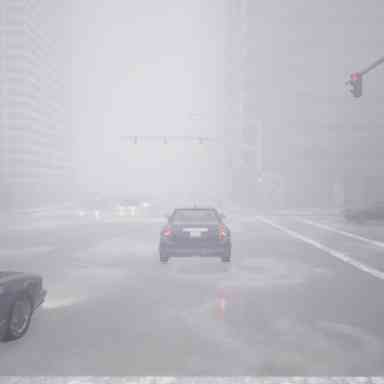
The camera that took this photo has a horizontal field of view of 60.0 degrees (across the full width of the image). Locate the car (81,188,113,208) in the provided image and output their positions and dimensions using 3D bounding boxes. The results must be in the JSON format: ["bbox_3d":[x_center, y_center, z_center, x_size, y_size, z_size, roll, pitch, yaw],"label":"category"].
[{"bbox_3d":[-10.601,0.765,36.537,2.097,1.767,4.553,0,1,0],"label":"car"}]

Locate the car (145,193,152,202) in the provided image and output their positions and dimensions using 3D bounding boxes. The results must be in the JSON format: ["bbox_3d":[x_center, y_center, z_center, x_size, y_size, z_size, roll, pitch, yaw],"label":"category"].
[{"bbox_3d":[-7.075,0.818,48.769,1.895,1.301,4.718,0,1,0],"label":"car"}]

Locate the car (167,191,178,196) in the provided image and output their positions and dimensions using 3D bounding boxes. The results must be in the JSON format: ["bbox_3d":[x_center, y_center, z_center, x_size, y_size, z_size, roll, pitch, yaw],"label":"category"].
[{"bbox_3d":[-3.476,0.520,59.681,1.882,1.535,5.008,0,1,0],"label":"car"}]

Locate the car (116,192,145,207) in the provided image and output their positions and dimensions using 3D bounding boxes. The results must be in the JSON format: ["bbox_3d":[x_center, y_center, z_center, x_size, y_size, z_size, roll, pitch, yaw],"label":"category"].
[{"bbox_3d":[-7.099,0.940,38.809,1.994,1.385,4.181,0,1,0],"label":"car"}]

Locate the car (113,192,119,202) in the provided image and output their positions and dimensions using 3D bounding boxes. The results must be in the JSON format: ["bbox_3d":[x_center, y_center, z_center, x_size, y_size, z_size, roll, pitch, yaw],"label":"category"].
[{"bbox_3d":[-10.580,0.758,46.483,1.837,1.490,4.892,0,1,0],"label":"car"}]

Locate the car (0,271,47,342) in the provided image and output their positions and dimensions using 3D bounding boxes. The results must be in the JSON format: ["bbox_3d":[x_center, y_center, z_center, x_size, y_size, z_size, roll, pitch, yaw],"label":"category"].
[{"bbox_3d":[-3.410,1.493,3.243,2.033,1.411,5.357,0,1,0],"label":"car"}]

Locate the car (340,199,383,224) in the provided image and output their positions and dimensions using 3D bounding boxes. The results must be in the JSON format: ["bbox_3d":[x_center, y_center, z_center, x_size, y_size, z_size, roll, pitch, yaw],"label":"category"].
[{"bbox_3d":[11.654,1.193,20.614,4.674,1.442,1.812,0,1,1],"label":"car"}]

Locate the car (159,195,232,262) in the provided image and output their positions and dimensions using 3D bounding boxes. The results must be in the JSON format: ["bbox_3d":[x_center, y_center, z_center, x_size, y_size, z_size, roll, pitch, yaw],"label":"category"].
[{"bbox_3d":[0.097,1.167,11.427,2.097,1.767,4.553,0,1,0],"label":"car"}]

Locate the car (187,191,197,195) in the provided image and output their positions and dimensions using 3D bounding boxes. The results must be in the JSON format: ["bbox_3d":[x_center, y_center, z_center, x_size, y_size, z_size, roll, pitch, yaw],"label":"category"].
[{"bbox_3d":[-0.002,0.584,61.045,1.994,1.385,4.181,0,1,0],"label":"car"}]
